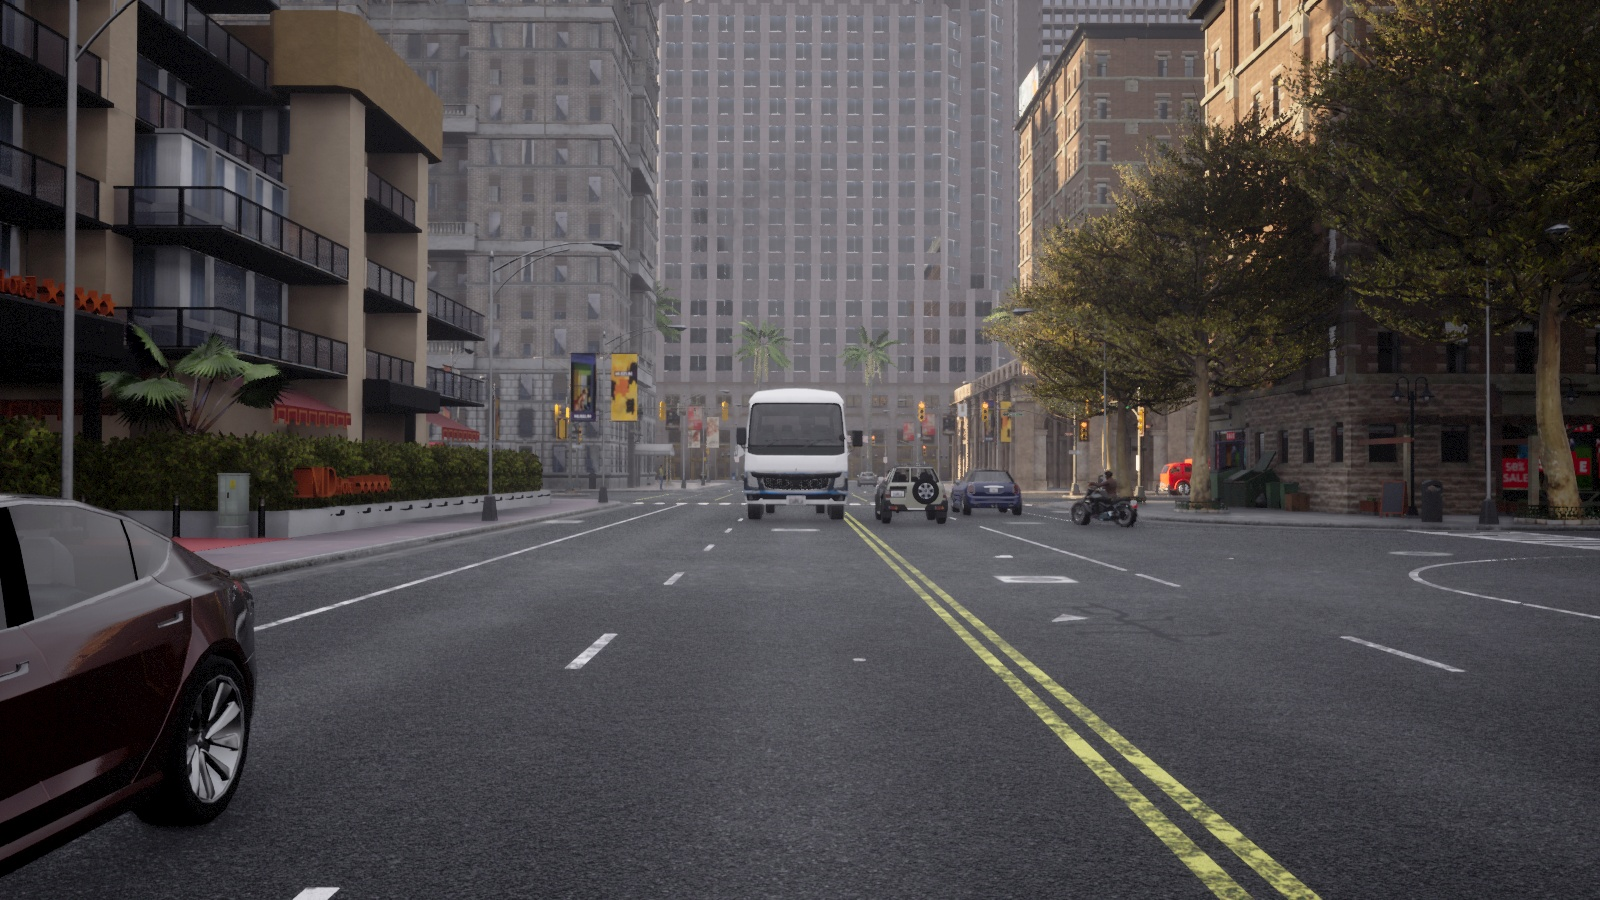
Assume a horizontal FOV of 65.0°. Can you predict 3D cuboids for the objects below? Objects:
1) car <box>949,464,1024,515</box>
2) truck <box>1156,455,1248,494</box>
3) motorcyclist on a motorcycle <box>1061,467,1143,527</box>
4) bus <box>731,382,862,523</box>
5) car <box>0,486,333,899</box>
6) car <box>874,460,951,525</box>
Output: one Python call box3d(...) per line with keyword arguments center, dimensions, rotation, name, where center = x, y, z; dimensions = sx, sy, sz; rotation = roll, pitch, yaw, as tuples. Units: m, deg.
box3d(center=(6.854, 1.427, 46.562), dimensions=(2.097, 1.767, 4.553), rotation=(0, -1, 0), name="car")
box3d(center=(26.479, 1.608, 82.778), dimensions=(5.204, 2.467, 2.627), rotation=(0, -1, 0), name="truck")
box3d(center=(8.610, 1.332, 35.882), dimensions=(0.766, 1.649, 2.350), rotation=(1, -2, -36), name="motorcyclist on a motorcycle")
box3d(center=(-0.139, 0.157, 42.913), dimensions=(3.944, 4.253, 10.273), rotation=(0, -1, 0), name="bus")
box3d(center=(-3.514, 0.898, 4.152), dimensions=(2.163, 1.488, 4.792), rotation=(0, -1, 0), name="car")
box3d(center=(3.377, 1.264, 38.578), dimensions=(1.932, 1.855, 4.605), rotation=(0, -1, 0), name="car")
